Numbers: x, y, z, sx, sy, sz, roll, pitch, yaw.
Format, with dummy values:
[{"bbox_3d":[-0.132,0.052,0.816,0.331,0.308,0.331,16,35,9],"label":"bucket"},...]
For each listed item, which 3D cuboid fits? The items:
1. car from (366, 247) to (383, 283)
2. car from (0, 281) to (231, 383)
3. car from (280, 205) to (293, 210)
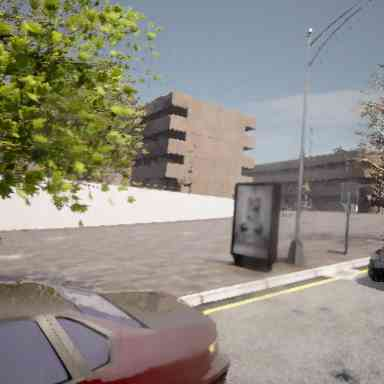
[{"bbox_3d":[6.416,1.667,8.690,4.181,1.385,1.994,1,0,-36],"label":"car"},{"bbox_3d":[-2.159,1.544,2.513,5.357,1.411,2.033,1,0,-36],"label":"car"},{"bbox_3d":[17.657,3.240,64.889,2.128,1.511,4.902,6,-5,-25],"label":"car"}]
